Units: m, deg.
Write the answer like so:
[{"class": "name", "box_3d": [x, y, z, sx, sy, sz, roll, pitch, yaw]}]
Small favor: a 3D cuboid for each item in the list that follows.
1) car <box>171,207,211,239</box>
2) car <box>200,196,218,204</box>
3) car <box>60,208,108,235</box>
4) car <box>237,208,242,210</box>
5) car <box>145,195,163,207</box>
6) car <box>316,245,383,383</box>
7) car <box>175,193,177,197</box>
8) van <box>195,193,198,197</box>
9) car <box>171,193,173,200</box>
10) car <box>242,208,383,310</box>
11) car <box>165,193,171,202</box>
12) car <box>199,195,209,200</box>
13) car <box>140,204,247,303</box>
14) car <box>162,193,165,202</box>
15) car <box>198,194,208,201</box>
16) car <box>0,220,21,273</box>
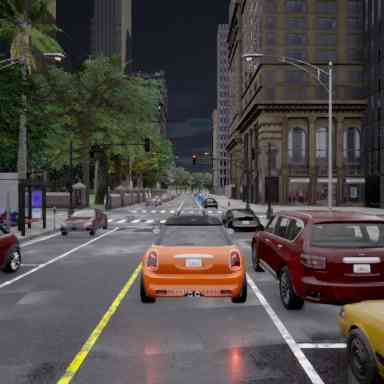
[{"class": "car", "box_3d": [-0.032, 1.596, 18.181, 1.895, 1.301, 4.718, 0, 0, 0]}, {"class": "car", "box_3d": [2.526, 1.544, 45.028, 1.947, 1.339, 4.313, 0, 0, 0]}, {"class": "car", "box_3d": [-5.859, 1.577, 18.564, 1.802, 1.307, 4.206, 0, 0, 0]}, {"class": "car", "box_3d": [2.667, 1.560, 18.592, 1.947, 1.339, 4.313, 0, 0, 0]}, {"class": "car", "box_3d": [-6.028, 1.524, 50.423, 2.008, 1.369, 4.403, 0, 0, 0]}, {"class": "car", "box_3d": [2.752, 1.525, 2.486, 1.752, 1.417, 4.829, 0, 0, 0]}, {"class": "car", "box_3d": [-6.260, 1.231, 93.784, 2.192, 1.841, 5.009, 0, 0, 0]}, {"class": "van", "box_3d": [2.324, 1.275, 82.970, 1.690, 1.788, 3.998, 0, 0, 0]}, {"class": "car", "box_3d": [-6.173, 1.257, 77.524, 2.192, 1.841, 5.009, 0, 0, 0]}, {"class": "car", "box_3d": [2.723, 1.313, 7.741, 2.192, 1.841, 5.009, 0, 0, 0]}, {"class": "car", "box_3d": [-6.144, 1.390, 72.104, 1.967, 1.590, 4.097, 0, 0, 0]}, {"class": "car", "box_3d": [2.497, 1.539, 50.448, 1.947, 1.339, 4.313, 0, 0, 0]}, {"class": "car", "box_3d": [0.032, 1.350, 8.362, 2.097, 1.767, 4.553, 0, 0, 0]}, {"class": "car", "box_3d": [-6.057, 1.409, 55.842, 1.967, 1.590, 4.097, 0, 0, 0]}, {"class": "car", "box_3d": [2.467, 1.494, 56.039, 1.752, 1.417, 4.829, 0, 0, 0]}, {"class": "car", "box_3d": [-5.801, 1.439, 7.712, 1.967, 1.590, 4.097, 0, 0, 0]}]
